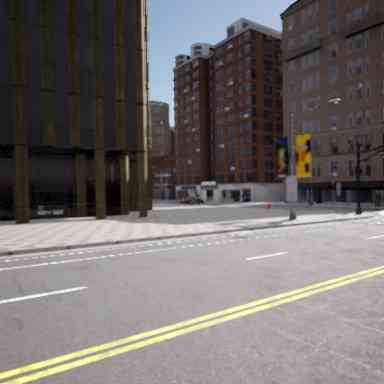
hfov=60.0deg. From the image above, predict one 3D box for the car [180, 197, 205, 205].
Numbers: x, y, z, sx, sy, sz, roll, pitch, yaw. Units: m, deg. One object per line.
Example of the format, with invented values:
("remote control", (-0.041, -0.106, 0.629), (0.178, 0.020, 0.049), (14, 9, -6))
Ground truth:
("car", (-0.057, 1.509, 57.072), (2.033, 1.411, 5.357), (-2, 1, -35))
